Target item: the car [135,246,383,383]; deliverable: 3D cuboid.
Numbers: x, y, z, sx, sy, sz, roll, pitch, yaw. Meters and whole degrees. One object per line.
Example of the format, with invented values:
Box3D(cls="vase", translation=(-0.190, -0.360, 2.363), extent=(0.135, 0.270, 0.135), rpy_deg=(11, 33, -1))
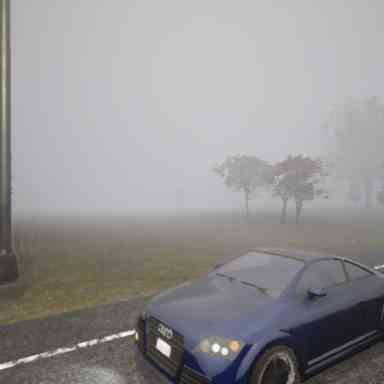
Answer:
Box3D(cls="car", translation=(1.310, 1.560, 4.889), extent=(4.181, 1.385, 1.994), rpy_deg=(0, 0, -35))
